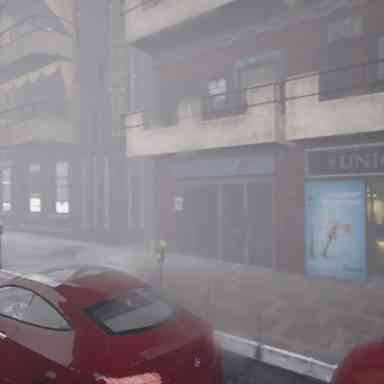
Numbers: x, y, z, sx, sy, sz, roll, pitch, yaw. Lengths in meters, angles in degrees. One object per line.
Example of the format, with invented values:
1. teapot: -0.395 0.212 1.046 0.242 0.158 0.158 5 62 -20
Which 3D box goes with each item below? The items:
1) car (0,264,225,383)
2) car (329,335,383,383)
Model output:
1. car: -1.612 1.563 4.042 4.206 1.307 1.802 0 -1 36
2. car: 2.902 1.326 0.828 5.009 1.841 2.192 0 -1 36
